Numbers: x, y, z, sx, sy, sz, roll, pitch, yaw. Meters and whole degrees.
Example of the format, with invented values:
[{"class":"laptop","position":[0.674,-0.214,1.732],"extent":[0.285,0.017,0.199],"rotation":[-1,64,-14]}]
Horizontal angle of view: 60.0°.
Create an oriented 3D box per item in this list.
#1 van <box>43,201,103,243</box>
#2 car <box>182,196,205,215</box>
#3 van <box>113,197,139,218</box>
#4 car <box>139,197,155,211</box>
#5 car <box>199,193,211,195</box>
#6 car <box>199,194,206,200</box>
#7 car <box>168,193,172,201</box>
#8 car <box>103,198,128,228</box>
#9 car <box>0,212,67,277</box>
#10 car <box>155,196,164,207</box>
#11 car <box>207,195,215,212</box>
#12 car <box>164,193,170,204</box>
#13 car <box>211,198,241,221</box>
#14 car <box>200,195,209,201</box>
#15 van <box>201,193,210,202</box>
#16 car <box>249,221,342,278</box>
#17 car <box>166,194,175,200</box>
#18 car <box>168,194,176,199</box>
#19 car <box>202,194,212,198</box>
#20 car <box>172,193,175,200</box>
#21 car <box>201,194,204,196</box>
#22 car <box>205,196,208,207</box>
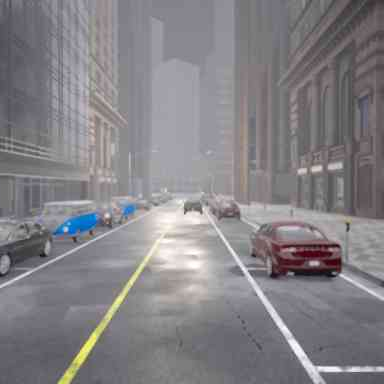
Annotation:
[{"class":"van","position":[-5.679,1.309,15.606],"extent":[1.690,1.788,3.998],"rotation":[-1,0,0]},{"class":"car","position":[0.098,1.429,33.414],"extent":[1.837,1.490,4.892],"rotation":[0,0,0]},{"class":"van","position":[-5.679,1.283,26.856],"extent":[1.690,1.788,3.998],"rotation":[-1,0,0]},{"class":"car","position":[-5.677,1.495,38.106],"extent":[1.802,1.307,4.206],"rotation":[-1,0,0]},{"class":"car","position":[2.845,1.159,60.607],"extent":[2.192,1.841,5.009],"rotation":[-1,0,0]},{"class":"car","position":[2.847,1.273,88.899],"extent":[1.752,1.417,4.829],"rotation":[-1,0,0]},{"class":"car","position":[-5.678,1.370,66.229],"extent":[1.887,1.381,4.507],"rotation":[-1,0,0]},{"class":"car","position":[-5.678,1.396,21.232],"extent":[1.967,1.590,4.097],"rotation":[-1,0,0]},{"class":"car","position":[-5.677,1.531,9.982],"extent":[2.008,1.369,4.403],"rotation":[-1,0,0]},{"class":"car","position":[-5.677,1.445,49.356],"extent":[1.947,1.339,4.313],"rotation":[-1,0,0]},{"class":"car","position":[2.847,1.368,32.485],"extent":[1.967,1.590,4.097],"rotation":[-1,0,0]},{"class":"car","position":[-5.678,1.410,60.605],"extent":[1.947,1.339,4.313],"rotation":[-1,0,0]},{"class":"car","position":[2.848,1.487,26.861],"extent":[1.887,1.381,4.507],"rotation":[-1,0,0]},{"class":"car","position":[2.848,1.370,77.481],"extent":[1.802,1.307,4.206],"rotation":[-1,0,0]},{"class":"van","position":[2.846,1.148,71.856],"extent":[1.690,1.788,3.998],"rotation":[-1,0,0]},{"class":"car","position":[2.848,1.525,9.987],"extent":[1.887,1.381,4.507],"rotation":[-1,0,0]},{"class":"car","position":[-5.679,1.299,88.728],"extent":[2.008,1.369,4.403],"rotation":[-1,0,0]},{"class":"car","position":[-5.679,1.293,94.354],"extent":[1.947,1.339,4.313],"rotation":[-1,0,0]},{"class":"car","position":[2.848,1.445,49.359],"extent":[1.947,1.339,4.313],"rotation":[-1,0,0]},{"class":"car","position":[-5.680,1.103,77.478],"extent":[2.192,1.841,5.009],"rotation":[-1,0,0]},{"class":"car","position":[2.848,1.428,54.983],"extent":[1.947,1.339,4.313],"rotation":[-1,0,0]},{"class":"car","position":[2.848,1.457,38.109],"extent":[1.887,1.381,4.507],"rotation":[-1,0,0]}]
